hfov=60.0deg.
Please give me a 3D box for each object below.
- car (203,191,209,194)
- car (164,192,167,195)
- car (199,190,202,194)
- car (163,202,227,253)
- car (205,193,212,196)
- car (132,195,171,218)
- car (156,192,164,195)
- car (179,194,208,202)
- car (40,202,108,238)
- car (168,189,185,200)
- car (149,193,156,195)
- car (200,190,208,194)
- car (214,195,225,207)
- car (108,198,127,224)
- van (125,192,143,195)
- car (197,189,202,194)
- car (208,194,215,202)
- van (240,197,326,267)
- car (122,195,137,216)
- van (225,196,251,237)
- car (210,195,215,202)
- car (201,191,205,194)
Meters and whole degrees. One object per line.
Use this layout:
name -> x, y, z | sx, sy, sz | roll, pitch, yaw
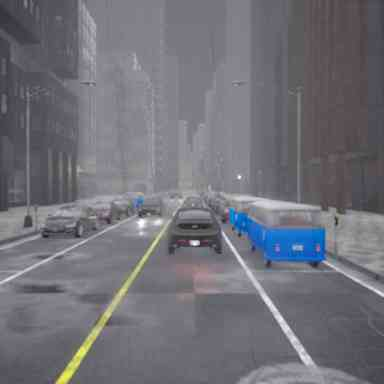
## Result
car -> 2.767, 0.955, 44.525 | 1.752, 1.417, 4.829 | 0, 1, 0
car -> -5.758, 0.841, 55.610 | 1.887, 1.381, 4.507 | 0, 1, 0
car -> 2.768, 0.752, 61.434 | 1.752, 1.417, 4.829 | 0, 1, 0
car -> 0.095, 1.333, 12.844 | 1.837, 1.490, 4.892 | 0, 0, 0
car -> 2.767, 1.067, 38.720 | 1.947, 1.339, 4.313 | 0, 1, 0
car -> -3.098, 1.201, 26.574 | 2.033, 1.411, 5.357 | 0, 1, 0
car -> -5.758, 0.909, 49.974 | 1.887, 1.381, 4.507 | 0, 1, 0
car -> 0.103, 1.153, 30.384 | 2.033, 1.411, 5.357 | 0, 1, 0
car -> -5.759, 1.338, 16.159 | 2.008, 1.369, 4.403 | 0, 1, 0
car -> -3.006, 0.408, 65.018 | 2.150, 2.045, 5.566 | 0, 1, 0
car -> -5.758, 1.052, 38.703 | 2.008, 1.369, 4.403 | 0, 1, 0
car -> 2.767, 0.841, 55.628 | 1.887, 1.381, 4.507 | 0, 1, 0
car -> 2.766, 1.154, 21.809 | 1.967, 1.590, 4.097 | 0, 1, 0
car -> -5.759, 1.297, 21.796 | 1.802, 1.307, 4.206 | 0, 1, 0
van -> -5.758, 0.913, 33.065 | 1.690, 1.788, 3.998 | 0, 1, 0
car -> 2.769, 0.410, 72.533 | 2.192, 1.841, 5.009 | 0, 1, 0
car -> 2.766, 1.153, 33.083 | 1.802, 1.307, 4.206 | 0, 1, 0
van -> 2.766, 1.201, 10.536 | 1.690, 1.788, 3.998 | 0, 1, 0
car -> -5.759, 1.194, 27.431 | 2.008, 1.369, 4.403 | 0, 1, 0
van -> 2.766, 1.128, 16.172 | 1.690, 1.788, 3.998 | 0, 1, 0
car -> 2.766, 1.208, 27.447 | 1.947, 1.339, 4.313 | 0, 1, 0
car -> 2.767, 0.929, 49.992 | 1.947, 1.339, 4.313 | 0, 1, 0
